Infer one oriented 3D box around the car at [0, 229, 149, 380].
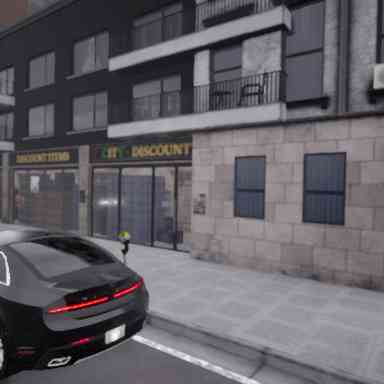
[{"bbox_3d":[-2.870,1.365,5.333,4.892,1.490,1.837,2,1,36],"label":"car"}]
